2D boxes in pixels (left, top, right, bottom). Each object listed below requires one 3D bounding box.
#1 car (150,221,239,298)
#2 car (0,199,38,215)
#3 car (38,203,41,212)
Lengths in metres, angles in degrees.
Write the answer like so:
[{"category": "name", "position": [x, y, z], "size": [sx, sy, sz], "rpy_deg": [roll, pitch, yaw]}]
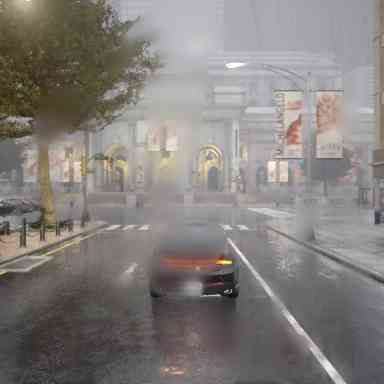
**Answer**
[{"category": "car", "position": [0.061, 1.505, 8.519], "size": [1.837, 1.490, 4.892], "rpy_deg": [0, 0, 0]}, {"category": "car", "position": [-18.358, 1.505, 32.903], "size": [4.892, 1.490, 1.837], "rpy_deg": [0, 0, 0]}, {"category": "car", "position": [-18.716, 1.477, 36.404], "size": [5.008, 1.535, 1.882], "rpy_deg": [0, 0, 0]}]
